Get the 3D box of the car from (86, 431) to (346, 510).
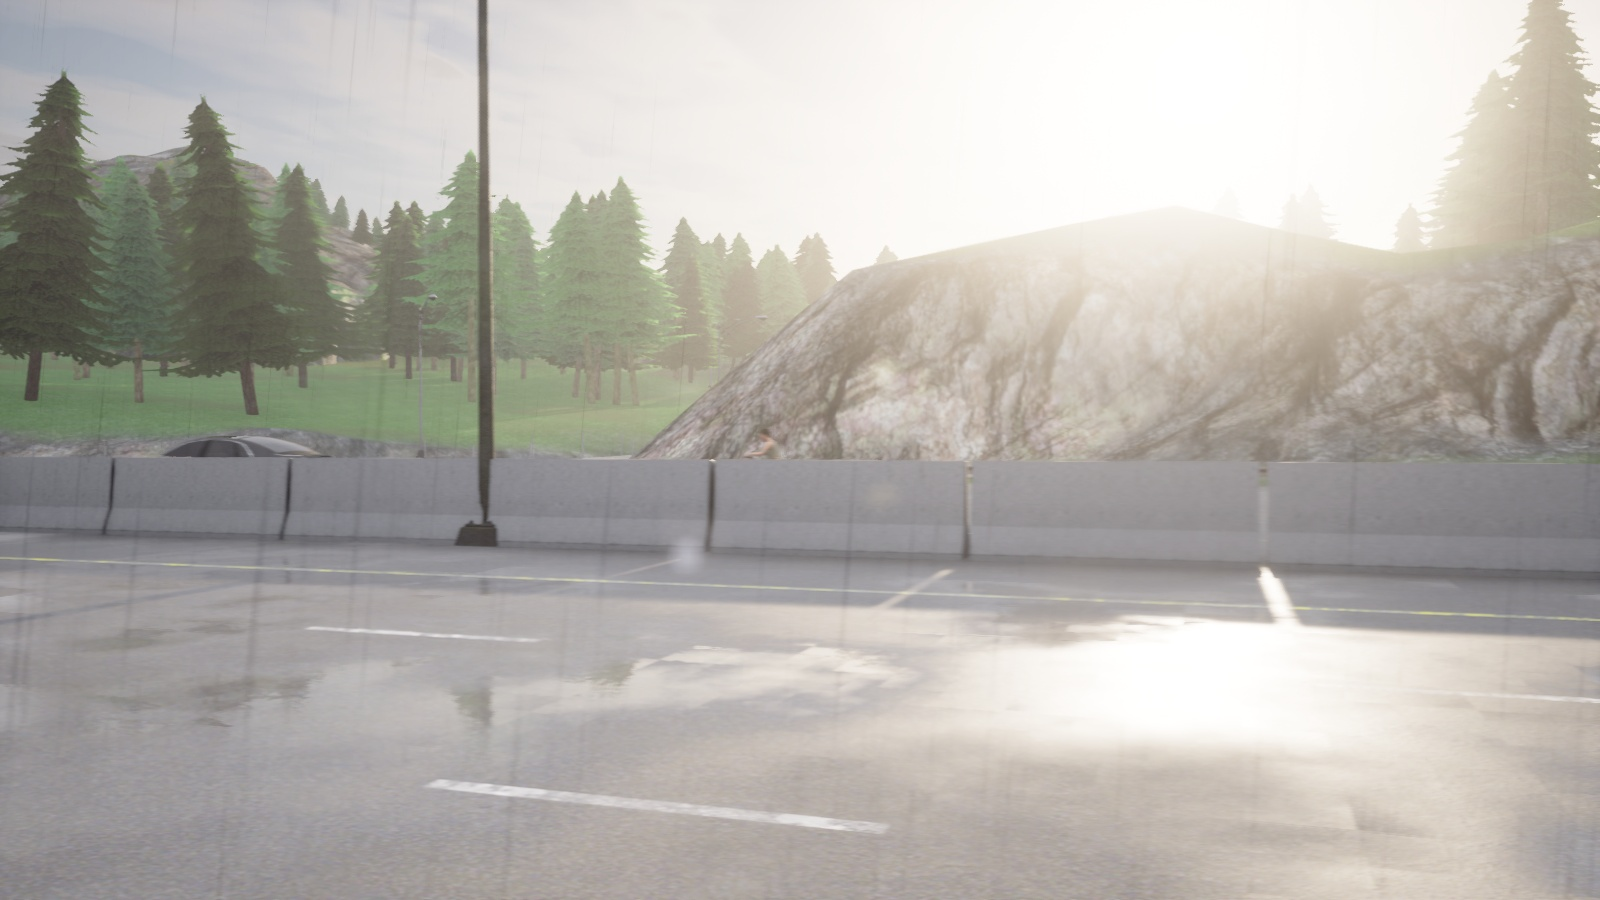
[{"bbox_3d":[-11.933,0.375,25.670,4.892,1.490,1.837,1,1,19],"label":"car"}]
